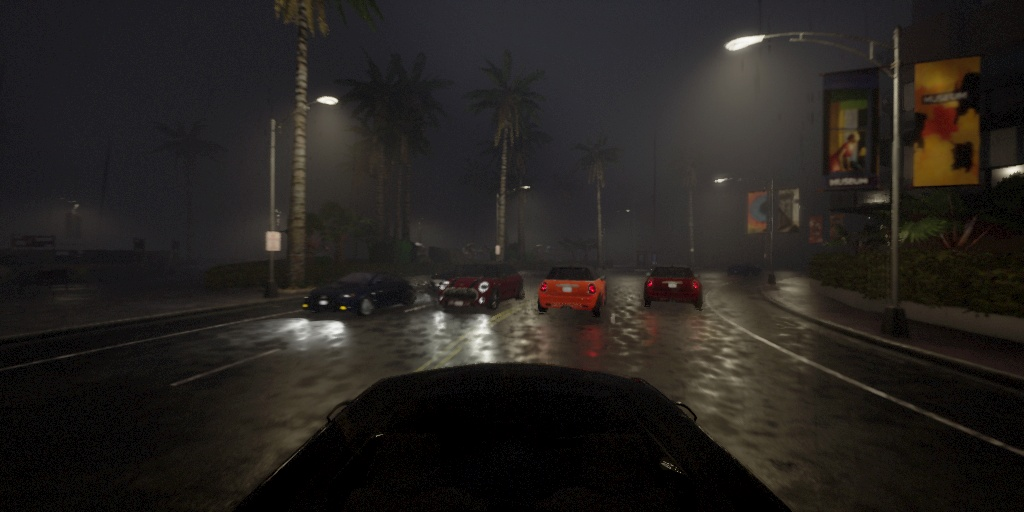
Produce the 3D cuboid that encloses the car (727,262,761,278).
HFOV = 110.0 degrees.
[{"bbox_3d":[24.099,1.421,37.146,5.008,1.535,1.882,1,0,-39],"label":"car"}]

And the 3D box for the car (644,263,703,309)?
[{"bbox_3d":[6.947,1.152,15.565,2.097,1.767,4.553,1,0,24],"label":"car"}]

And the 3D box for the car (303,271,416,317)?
[{"bbox_3d":[-5.244,1.242,12.901,1.994,1.385,4.181,1,0,16],"label":"car"}]

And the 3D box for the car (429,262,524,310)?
[{"bbox_3d":[-1.084,1.071,14.581,2.097,1.767,4.553,1,0,20],"label":"car"}]

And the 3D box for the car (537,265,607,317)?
[{"bbox_3d":[2.437,1.108,13.684,2.097,1.767,4.553,1,0,17],"label":"car"}]
